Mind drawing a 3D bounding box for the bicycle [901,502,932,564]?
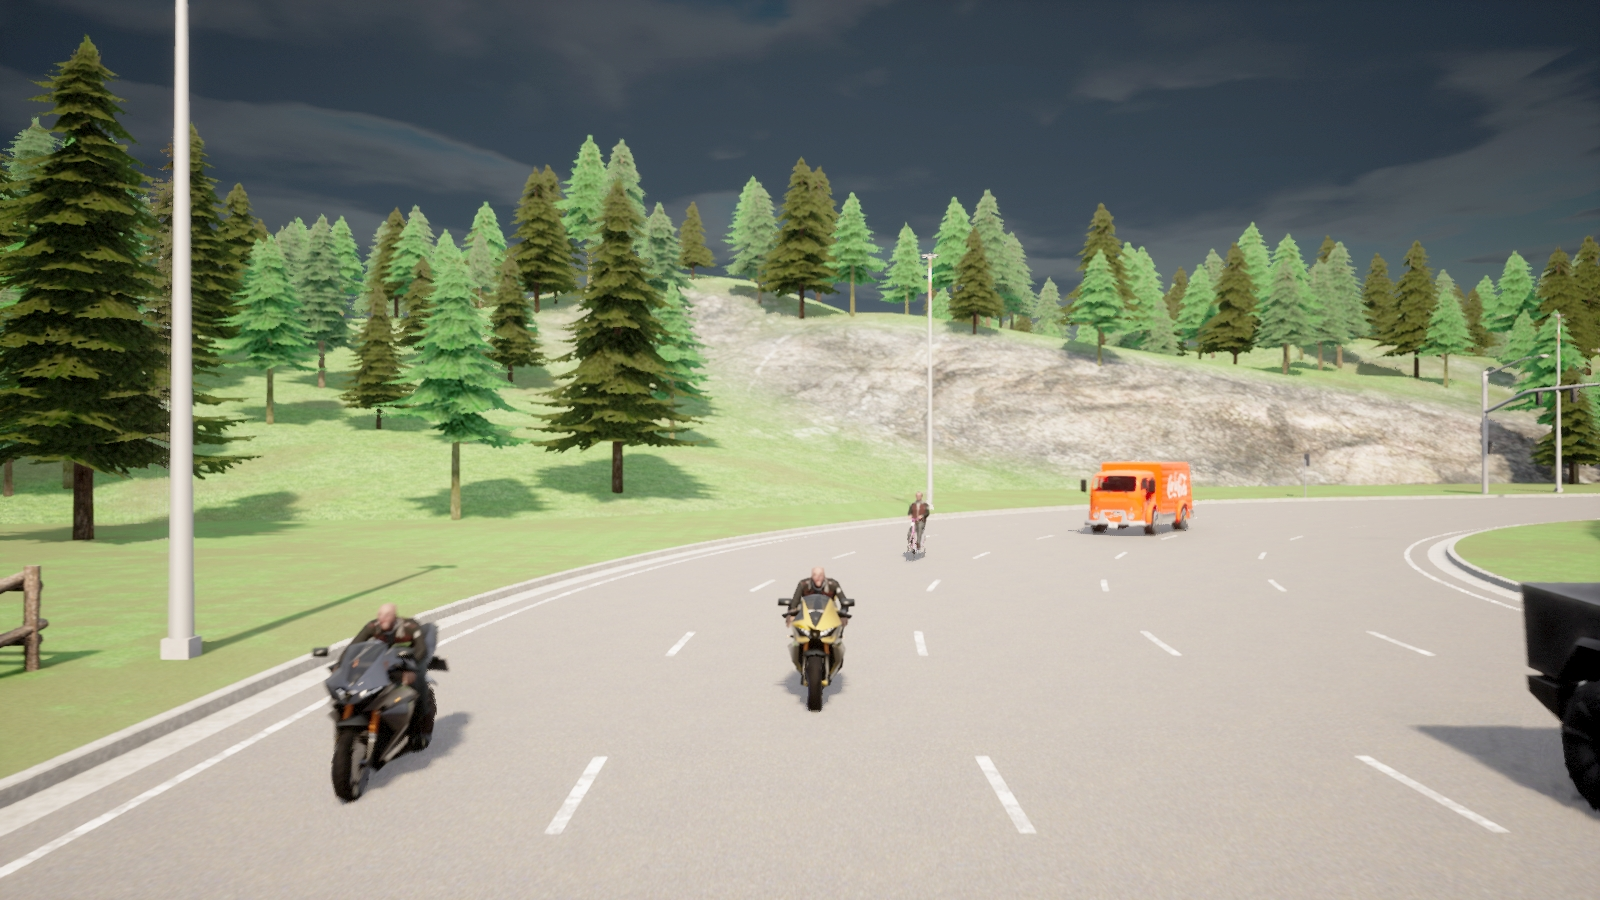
[{"bbox_3d":[3.003,2.107,29.326,0.329,1.471,1.835,0,0,20],"label":"bicycle"}]

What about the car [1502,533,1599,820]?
[{"bbox_3d":[7.224,1.767,6.808,2.390,2.098,6.274,0,0,2],"label":"car"}]

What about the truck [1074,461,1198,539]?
[{"bbox_3d":[11.666,1.631,39.403,2.627,2.467,5.204,-1,0,34],"label":"truck"}]

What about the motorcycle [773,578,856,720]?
[{"bbox_3d":[0.208,2.228,13.190,0.867,1.251,2.209,0,0,3],"label":"motorcycle"}]

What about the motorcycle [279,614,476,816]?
[{"bbox_3d":[-3.610,2.223,10.016,0.867,1.251,2.209,1,0,1],"label":"motorcycle"}]
